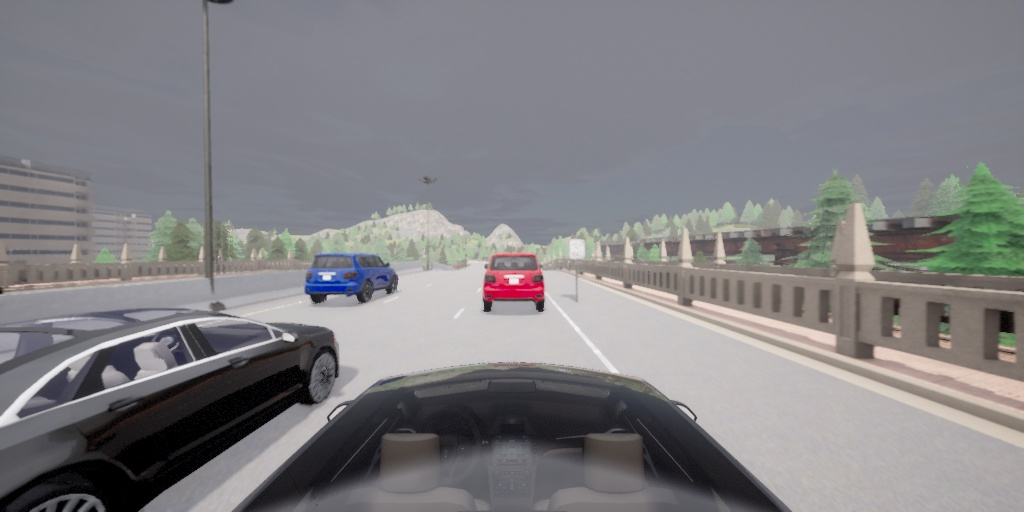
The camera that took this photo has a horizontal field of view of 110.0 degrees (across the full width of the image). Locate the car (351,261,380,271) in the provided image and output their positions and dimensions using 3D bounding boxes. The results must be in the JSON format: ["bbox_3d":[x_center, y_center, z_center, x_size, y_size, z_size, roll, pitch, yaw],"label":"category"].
[{"bbox_3d":[-21.205,1.507,52.155,2.033,1.411,5.357,0,-3,0],"label":"car"}]

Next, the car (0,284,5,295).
[{"bbox_3d":[-21.129,1.071,12.136,2.097,1.767,4.553,0,0,0],"label":"car"}]

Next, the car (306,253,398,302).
[{"bbox_3d":[-6.944,0.888,16.112,2.150,2.045,5.566,0,0,0],"label":"car"}]

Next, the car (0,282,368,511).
[{"bbox_3d":[-3.441,1.237,3.343,2.128,1.511,4.902,0,0,0],"label":"car"}]

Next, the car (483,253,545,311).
[{"bbox_3d":[0.062,0.888,14.206,2.150,2.045,5.566,0,0,0],"label":"car"}]
